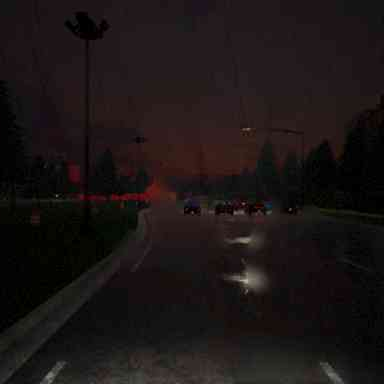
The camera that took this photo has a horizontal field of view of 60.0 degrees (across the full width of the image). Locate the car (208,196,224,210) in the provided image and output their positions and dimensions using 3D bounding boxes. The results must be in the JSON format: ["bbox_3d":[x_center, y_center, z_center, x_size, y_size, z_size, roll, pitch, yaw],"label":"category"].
[{"bbox_3d":[3.549,1.620,47.626,2.150,2.045,5.566,0,0,0],"label":"car"}]

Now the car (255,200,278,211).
[{"bbox_3d":[10.549,1.945,47.587,2.033,1.411,5.357,0,0,0],"label":"car"}]

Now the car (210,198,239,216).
[{"bbox_3d":[3.538,1.803,37.178,2.128,1.511,4.902,0,0,0],"label":"car"}]

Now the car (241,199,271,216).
[{"bbox_3d":[7.038,1.816,37.174,1.837,1.490,4.892,0,0,0],"label":"car"}]

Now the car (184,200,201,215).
[{"bbox_3d":[0.039,1.916,37.627,1.895,1.301,4.718,0,0,0],"label":"car"}]

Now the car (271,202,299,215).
[{"bbox_3d":[10.539,1.879,37.587,1.994,1.385,4.181,0,0,0],"label":"car"}]

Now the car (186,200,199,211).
[{"bbox_3d":[0.050,1.924,47.640,1.812,1.442,4.674,0,0,0],"label":"car"}]

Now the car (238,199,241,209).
[{"bbox_3d":[7.049,1.750,47.562,2.097,1.767,4.553,0,0,0],"label":"car"}]
